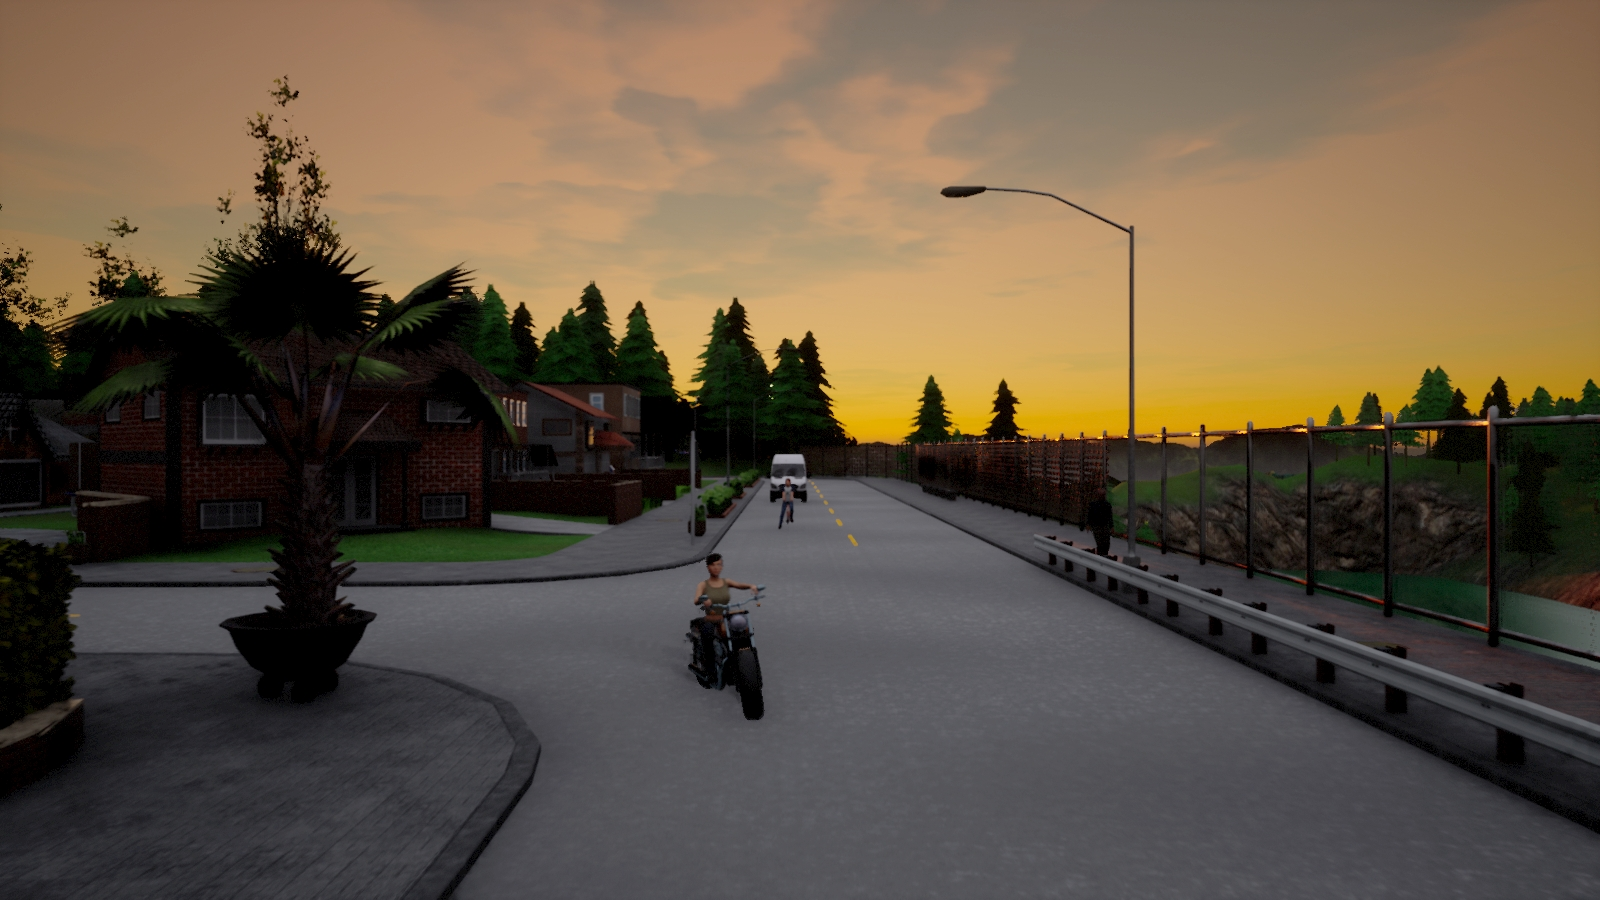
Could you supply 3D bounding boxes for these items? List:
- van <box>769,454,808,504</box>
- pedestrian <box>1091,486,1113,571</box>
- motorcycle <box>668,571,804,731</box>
[{"bbox_3d":[-0.614,1.508,61.942,1.988,2.561,5.915,0,0,-1],"label":"van"},{"bbox_3d":[6.716,1.733,25.422,0.375,1.860,0.375,0,0,-1],"label":"pedestrian"},{"bbox_3d":[-0.768,2.149,12.711,0.764,1.307,2.356,-3,1,-21],"label":"motorcycle"}]
